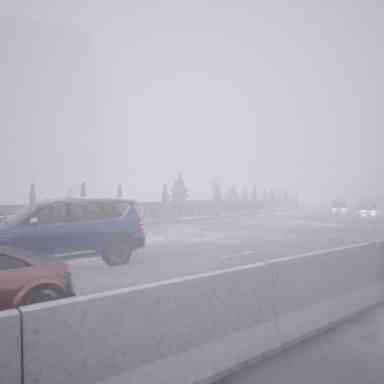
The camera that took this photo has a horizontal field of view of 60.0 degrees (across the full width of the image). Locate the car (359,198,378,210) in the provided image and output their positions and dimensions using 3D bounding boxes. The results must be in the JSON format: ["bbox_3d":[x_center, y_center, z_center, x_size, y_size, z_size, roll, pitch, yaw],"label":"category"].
[{"bbox_3d":[22.675,1.491,42.862,2.128,1.511,4.902,0,0,25],"label":"car"}]

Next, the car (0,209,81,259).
[{"bbox_3d":[-6.849,1.491,12.162,4.902,1.511,2.128,0,0,-38],"label":"car"}]

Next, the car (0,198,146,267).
[{"bbox_3d":[-4.053,1.221,9.854,5.566,2.045,2.150,0,0,-38],"label":"car"}]

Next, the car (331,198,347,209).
[{"bbox_3d":[20.197,1.563,45.786,1.994,1.385,4.181,0,0,24],"label":"car"}]

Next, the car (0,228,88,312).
[{"bbox_3d":[-4.173,1.564,5.496,4.181,1.385,1.994,0,0,-36],"label":"car"}]
